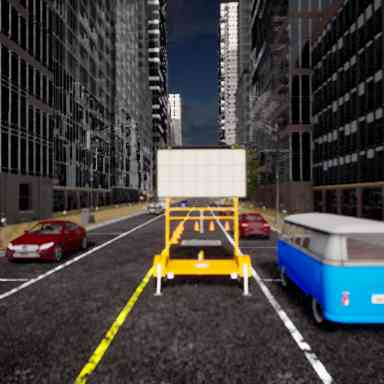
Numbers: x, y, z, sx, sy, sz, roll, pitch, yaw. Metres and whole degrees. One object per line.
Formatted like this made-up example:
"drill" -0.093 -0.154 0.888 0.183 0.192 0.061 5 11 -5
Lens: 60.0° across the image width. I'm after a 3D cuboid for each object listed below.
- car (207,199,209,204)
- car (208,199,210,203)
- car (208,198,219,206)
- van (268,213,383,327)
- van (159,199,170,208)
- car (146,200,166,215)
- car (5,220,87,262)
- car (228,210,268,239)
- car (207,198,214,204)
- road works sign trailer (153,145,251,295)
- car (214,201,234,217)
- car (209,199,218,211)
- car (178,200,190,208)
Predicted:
"car" 4.314 2.104 63.781 1.967 1.590 4.097 0 -1 1
"car" 4.033 2.105 52.398 2.008 1.369 4.403 0 -1 1
"car" 4.455 2.158 69.471 1.967 1.590 4.097 0 -1 1
"van" 2.904 1.404 6.878 1.690 1.788 3.998 0 -1 1
"van" -4.346 1.943 52.612 1.690 1.788 3.998 0 -1 1
"car" -4.627 2.037 41.228 2.008 1.369 4.403 0 -1 1
"car" -5.332 1.755 12.775 1.802 1.307 4.206 0 -1 1
"car" 3.187 1.770 18.255 1.802 1.307 4.206 0 -1 1
"car" 5.019 2.471 92.232 1.887 1.381 4.507 0 -1 1
"road works sign trailer" 0.260 0.565 8.973 2.380 3.560 2.880 0 -1 1
"car" 3.610 1.959 35.327 1.802 1.307 4.206 0 -1 1
"car" 3.892 2.048 46.708 2.008 1.369 4.403 0 -1 1
"car" -1.463 2.188 60.346 1.812 1.442 4.674 0 -1 1
